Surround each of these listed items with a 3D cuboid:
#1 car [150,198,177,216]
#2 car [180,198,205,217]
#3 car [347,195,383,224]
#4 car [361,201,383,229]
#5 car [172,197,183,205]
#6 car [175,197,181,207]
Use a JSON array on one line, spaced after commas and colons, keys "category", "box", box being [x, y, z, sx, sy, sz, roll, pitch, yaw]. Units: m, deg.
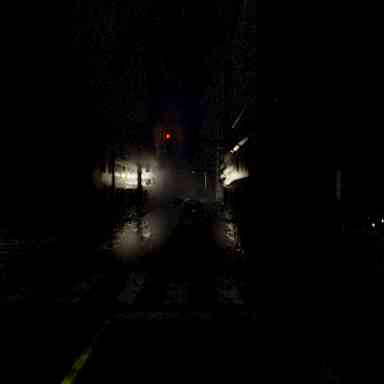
[{"category": "car", "box": [-2.888, 1.557, 32.771, 1.994, 1.385, 4.181, 0, 0, 0]}, {"category": "car", "box": [0.170, 1.471, 30.979, 1.882, 1.535, 5.008, 0, 0, 1]}, {"category": "car", "box": [12.214, 1.117, 20.696, 5.009, 1.841, 2.192, -1, 1, 0]}, {"category": "car", "box": [12.490, 1.365, 18.048, 5.357, 1.411, 2.033, -1, 0, 0]}, {"category": "car", "box": [-2.610, 1.623, 62.014, 1.895, 1.301, 4.718, 0, 0, 0]}, {"category": "car", "box": [-2.824, 1.546, 42.098, 2.033, 1.411, 5.357, 0, 0, 1]}]
